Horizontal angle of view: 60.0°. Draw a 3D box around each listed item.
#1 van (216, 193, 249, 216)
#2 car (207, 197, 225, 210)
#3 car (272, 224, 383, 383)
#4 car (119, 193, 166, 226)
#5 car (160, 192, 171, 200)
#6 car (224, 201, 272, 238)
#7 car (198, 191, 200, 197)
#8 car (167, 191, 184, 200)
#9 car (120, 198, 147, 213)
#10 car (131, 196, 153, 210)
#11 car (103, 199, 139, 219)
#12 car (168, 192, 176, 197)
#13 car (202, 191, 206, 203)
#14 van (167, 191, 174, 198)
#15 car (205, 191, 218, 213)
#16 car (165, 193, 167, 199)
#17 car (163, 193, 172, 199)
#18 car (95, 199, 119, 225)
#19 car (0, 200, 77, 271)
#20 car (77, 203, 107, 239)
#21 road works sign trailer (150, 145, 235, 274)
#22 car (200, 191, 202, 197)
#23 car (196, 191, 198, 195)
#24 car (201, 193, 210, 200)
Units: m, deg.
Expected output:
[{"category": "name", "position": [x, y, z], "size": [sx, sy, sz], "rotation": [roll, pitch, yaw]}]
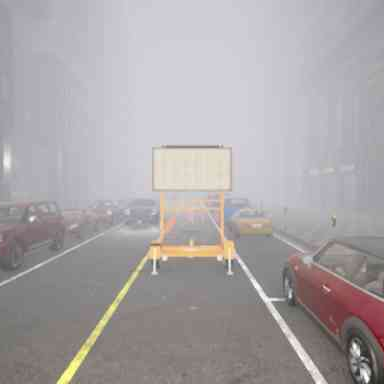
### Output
[{"category": "van", "position": [2.774, 1.154, 21.937], "size": [1.690, 1.788, 3.998], "rotation": [0, 0, 0]}, {"category": "car", "position": [2.787, 1.258, 38.743], "size": [1.802, 1.307, 4.206], "rotation": [0, 0, 0]}, {"category": "car", "position": [2.763, 1.395, 5.132], "size": [1.967, 1.590, 4.097], "rotation": [0, 0, 0]}, {"category": "car", "position": [-3.084, 1.166, 21.848], "size": [2.097, 1.767, 4.553], "rotation": [0, 0, 0]}, {"category": "car", "position": [-5.715, 0.852, 72.347], "size": [1.967, 1.590, 4.097], "rotation": [0, 0, 0]}, {"category": "car", "position": [2.771, 1.384, 16.507], "size": [1.752, 1.417, 4.829], "rotation": [0, 0, 0]}, {"category": "car", "position": [2.806, 0.896, 66.749], "size": [1.967, 1.590, 4.097], "rotation": [0, 0, 0]}, {"category": "car", "position": [-3.006, 0.841, 62.455], "size": [2.097, 1.767, 4.553], "rotation": [0, 0, 1]}, {"category": "car", "position": [-5.742, 1.287, 33.134], "size": [1.947, 1.339, 4.313], "rotation": [0, 0, 0]}, {"category": "car", "position": [-5.738, 1.242, 38.736], "size": [1.947, 1.339, 4.313], "rotation": [0, 0, 0]}, {"category": "car", "position": [-5.746, 1.317, 27.533], "size": [2.008, 1.369, 4.403], "rotation": [0, 0, 0]}, {"category": "car", "position": [-5.699, 0.782, 94.756], "size": [1.887, 1.381, 4.507], "rotation": [0, 0, 0]}, {"category": "car", "position": [2.790, 0.946, 44.342], "size": [2.192, 1.841, 5.009], "rotation": [0, 0, 0]}, {"category": "van", "position": [-5.704, 0.622, 89.152], "size": [1.690, 1.788, 3.998], "rotation": [0, 0, 0]}, {"category": "car", "position": [2.782, 1.036, 33.139], "size": [2.192, 1.841, 5.009], "rotation": [0, 0, 0]}, {"category": "car", "position": [-5.727, 1.088, 55.542], "size": [1.887, 1.381, 4.507], "rotation": [0, 0, 0]}, {"category": "car", "position": [-5.711, 0.913, 77.949], "size": [1.887, 1.381, 4.507], "rotation": [0, 0, 0]}, {"category": "car", "position": [-5.750, 1.253, 21.929], "size": [1.967, 1.590, 4.097], "rotation": [0, 0, 0]}, {"category": "car", "position": [-5.758, 1.222, 10.725], "size": [2.192, 1.841, 5.009], "rotation": [0, 0, 0]}, {"category": "car", "position": [-5.754, 1.442, 16.329], "size": [1.802, 1.307, 4.206], "rotation": [0, 0, 0]}, {"category": "road works sign trailer", "position": [0.007, 0.376, 10.170], "size": [2.380, 3.560, 2.880], "rotation": [0, 0, 0]}, {"category": "car", "position": [2.798, 0.983, 55.546], "size": [1.967, 1.590, 4.097], "rotation": [0, 0, 0]}, {"category": "car", "position": [2.822, 0.826, 89.156], "size": [1.887, 1.381, 4.507], "rotation": [0, 0, 0]}, {"category": "car", "position": [2.811, 0.994, 72.352], "size": [1.802, 1.307, 4.206], "rotation": [0, 0, 0]}]
